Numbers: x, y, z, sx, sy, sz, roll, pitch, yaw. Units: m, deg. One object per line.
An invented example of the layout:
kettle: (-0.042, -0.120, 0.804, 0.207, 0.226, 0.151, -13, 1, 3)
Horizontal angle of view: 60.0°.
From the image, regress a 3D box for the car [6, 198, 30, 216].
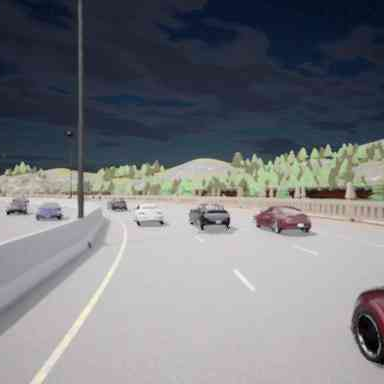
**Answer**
car: (-17.899, 1.644, 34.371, 2.033, 1.411, 5.357, 0, 0, -23)

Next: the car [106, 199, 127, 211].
car: (-9.398, 1.556, 41.364, 2.128, 1.511, 4.902, 0, 0, -25)

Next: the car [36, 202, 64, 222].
car: (-11.706, 1.592, 27.575, 1.812, 1.442, 4.674, 0, 0, -18)

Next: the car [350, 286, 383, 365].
car: (3.355, 1.552, 3.200, 1.994, 1.385, 4.181, 0, 0, -2)

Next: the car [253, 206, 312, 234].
car: (5.059, 1.516, 19.022, 1.812, 1.442, 4.674, 0, 0, -11)

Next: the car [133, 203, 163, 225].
car: (-3.210, 1.554, 24.063, 1.812, 1.442, 4.674, 0, 0, -14)

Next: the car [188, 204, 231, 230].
car: (1.019, 1.500, 21.348, 2.128, 1.511, 4.902, 0, 0, -12)
